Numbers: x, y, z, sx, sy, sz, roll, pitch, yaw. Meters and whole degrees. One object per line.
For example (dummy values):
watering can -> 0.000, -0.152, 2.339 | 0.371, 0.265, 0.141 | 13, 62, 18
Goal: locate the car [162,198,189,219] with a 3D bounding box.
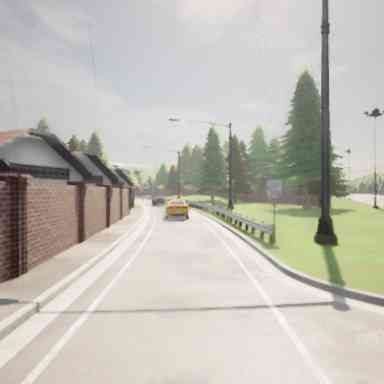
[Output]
car -> -1.367, 1.428, 28.724 | 1.882, 1.535, 5.008 | 0, 0, -6

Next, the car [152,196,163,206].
car -> -5.342, 1.420, 52.870 | 1.837, 1.490, 4.892 | 0, 0, -12
